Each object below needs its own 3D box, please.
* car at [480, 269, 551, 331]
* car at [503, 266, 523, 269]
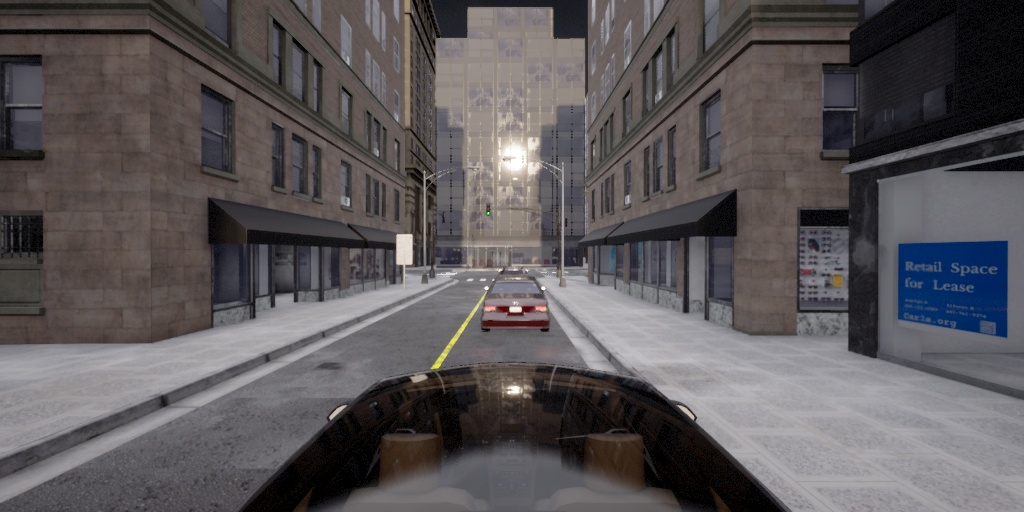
[{"bbox_3d":[0.092,1.290,10.887,2.033,1.411,5.357,0,0,0],"label":"car"},{"bbox_3d":[0.081,1.295,21.994,1.994,1.385,4.181,0,0,0],"label":"car"}]
